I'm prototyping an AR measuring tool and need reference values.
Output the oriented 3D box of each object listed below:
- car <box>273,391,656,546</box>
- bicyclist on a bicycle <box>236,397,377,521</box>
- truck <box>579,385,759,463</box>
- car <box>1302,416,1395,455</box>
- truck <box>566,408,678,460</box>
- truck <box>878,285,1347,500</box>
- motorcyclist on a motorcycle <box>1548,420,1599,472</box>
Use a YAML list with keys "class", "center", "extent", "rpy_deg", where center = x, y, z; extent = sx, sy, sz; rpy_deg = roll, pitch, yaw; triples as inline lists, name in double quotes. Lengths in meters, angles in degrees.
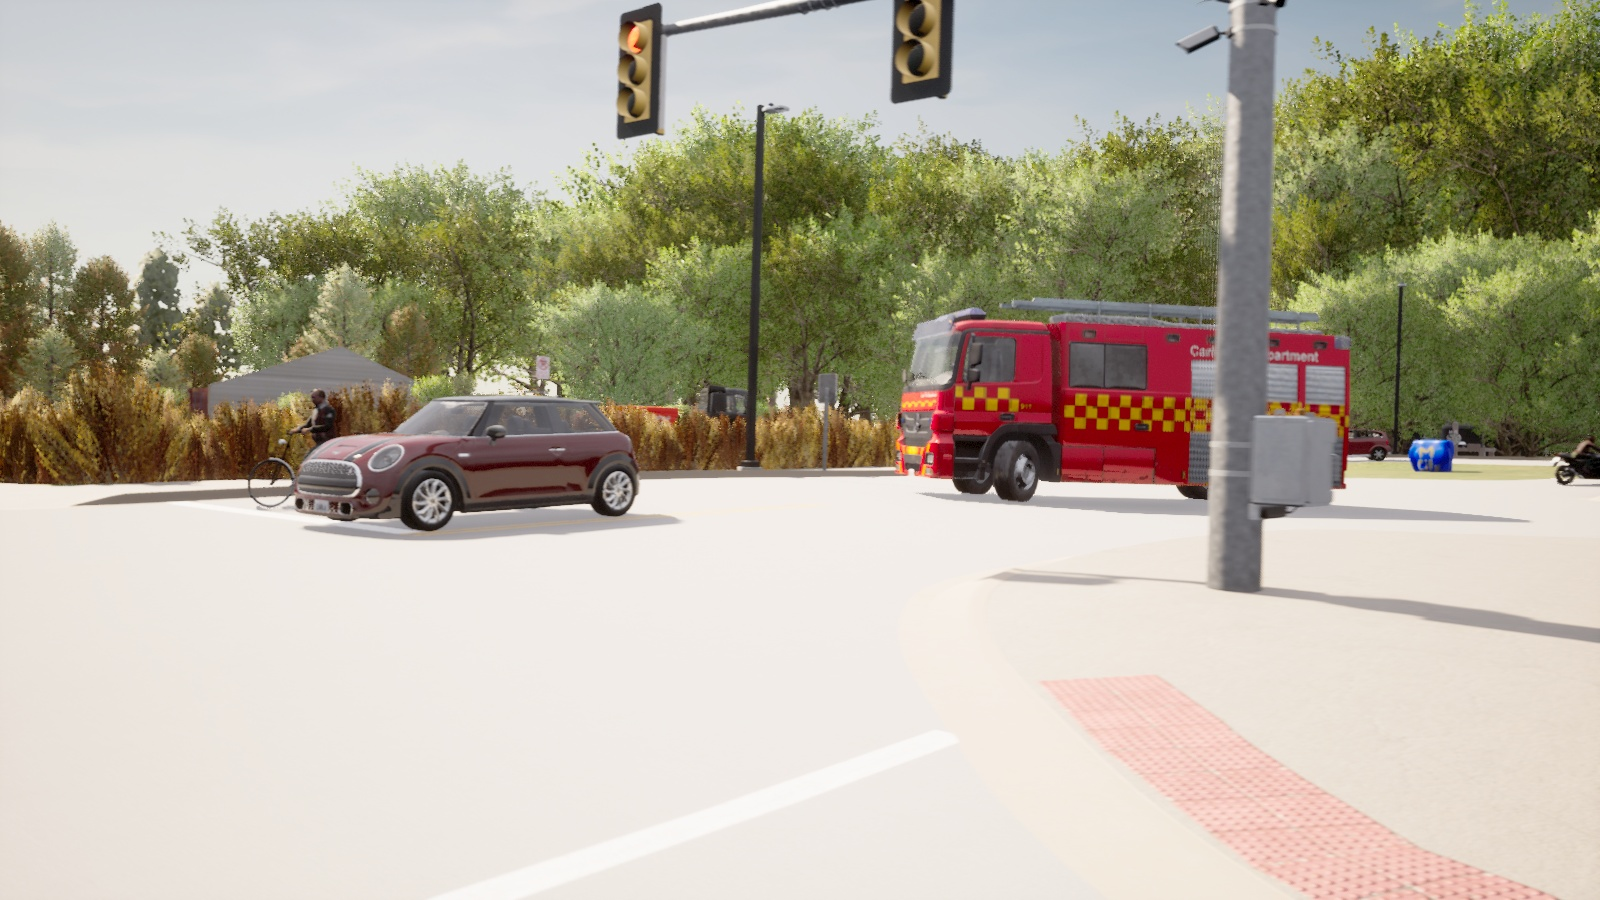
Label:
- class: "car"
  center: [-4.299, 0.131, 16.729]
  extent: [2.097, 1.767, 4.553]
  rpy_deg: [1, 2, 39]
- class: "bicyclist on a bicycle"
  center: [-7.347, 0.099, 18.776]
  extent: [0.659, 1.776, 1.843]
  rpy_deg: [1, 2, 39]
- class: "truck"
  center: [-6.108, -1.190, 58.382]
  extent: [7.936, 3.462, 2.891]
  rpy_deg: [0, 1, -17]
- class: "car"
  center: [25.835, -0.690, 59.248]
  extent: [3.705, 1.549, 1.789]
  rpy_deg: [-4, 2, 14]
- class: "truck"
  center: [-8.721, -0.768, 61.287]
  extent: [5.204, 2.467, 2.627]
  rpy_deg: [0, 1, -14]
- class: "truck"
  center: [6.038, -1.020, 24.712]
  extent: [8.468, 3.827, 2.891]
  rpy_deg: [1, 1, -12]
- class: "motorcyclist on a motorcycle"
  center: [23.676, -0.128, 37.617]
  extent: [2.044, 1.523, 0.797]
  rpy_deg: [-1, -1, -2]
